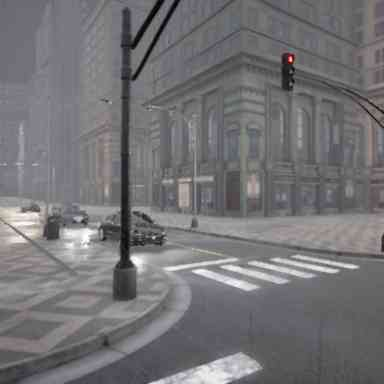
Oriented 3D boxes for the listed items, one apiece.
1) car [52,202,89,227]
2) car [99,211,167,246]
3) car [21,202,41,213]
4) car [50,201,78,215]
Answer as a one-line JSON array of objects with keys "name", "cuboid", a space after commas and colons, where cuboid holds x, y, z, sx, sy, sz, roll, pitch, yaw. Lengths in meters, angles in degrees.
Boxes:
[{"name": "car", "cuboid": [-9.478, 1.805, 25.875, 2.128, 1.511, 4.902, 1, -1, -34]}, {"name": "car", "cuboid": [-2.999, 1.720, 16.101, 1.837, 1.490, 4.892, 1, -1, -35]}, {"name": "car", "cuboid": [-21.023, 2.026, 43.324, 1.994, 1.385, 4.181, 1, -1, -33]}, {"name": "car", "cuboid": [-15.844, 1.953, 40.999, 2.128, 1.511, 4.902, 1, -1, -34]}]
